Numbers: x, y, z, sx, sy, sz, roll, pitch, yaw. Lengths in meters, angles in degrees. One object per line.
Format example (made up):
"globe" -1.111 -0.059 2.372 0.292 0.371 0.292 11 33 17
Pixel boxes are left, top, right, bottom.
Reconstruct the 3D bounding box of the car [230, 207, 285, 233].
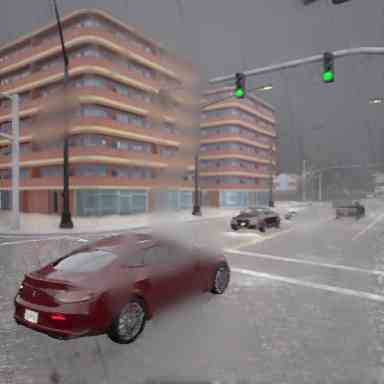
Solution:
"car" 3.979 1.643 20.607 1.994 1.385 4.181 0 0 33

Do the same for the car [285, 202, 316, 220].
"car" 9.575 1.623 29.129 1.812 1.442 4.674 0 0 33

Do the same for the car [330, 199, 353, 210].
"car" 20.903 1.682 46.384 2.033 1.411 5.357 0 0 34

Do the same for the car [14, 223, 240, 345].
"car" -0.949 1.549 6.505 1.812 1.442 4.674 0 0 33

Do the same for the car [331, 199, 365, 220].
"car" 13.911 1.583 29.204 2.128 1.511 4.902 0 0 33
